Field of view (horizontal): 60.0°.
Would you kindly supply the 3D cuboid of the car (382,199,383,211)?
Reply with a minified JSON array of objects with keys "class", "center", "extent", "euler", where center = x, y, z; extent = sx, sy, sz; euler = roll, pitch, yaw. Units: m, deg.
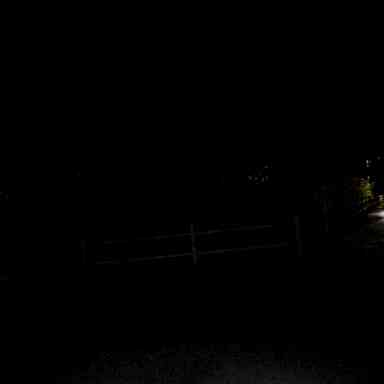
[{"class":"car","center":[19.161,0.966,31.436],"extent":[1.882,1.535,5.008],"euler":[-4,-1,32]}]
